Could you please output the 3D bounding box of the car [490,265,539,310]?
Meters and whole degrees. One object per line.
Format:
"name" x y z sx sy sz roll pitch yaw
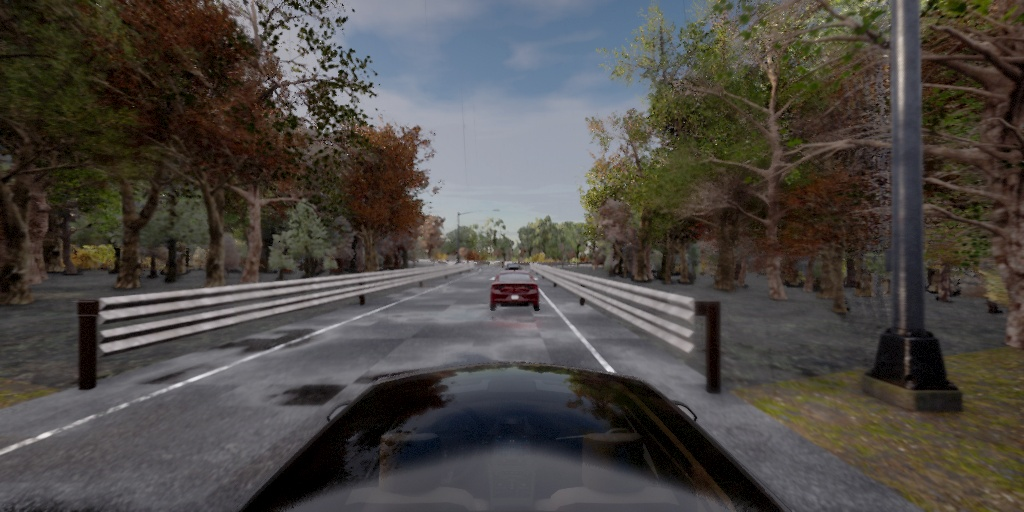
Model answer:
"car" 0.108 1.352 15.415 1.882 1.535 5.008 0 0 0
